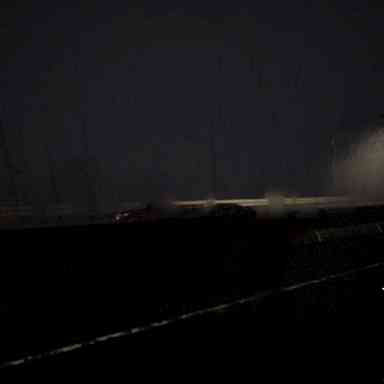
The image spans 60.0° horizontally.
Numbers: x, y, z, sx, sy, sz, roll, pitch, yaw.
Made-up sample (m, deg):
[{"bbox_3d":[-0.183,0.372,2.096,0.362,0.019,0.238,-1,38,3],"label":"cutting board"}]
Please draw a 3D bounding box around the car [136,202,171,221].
[{"bbox_3d":[-0.448,1.452,20.693,5.357,1.411,2.033,-1,0,-35],"label":"car"}]

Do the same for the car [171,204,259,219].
[{"bbox_3d":[1.576,1.414,17.840,4.892,1.490,1.837,0,0,-35],"label":"car"}]

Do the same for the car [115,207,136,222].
[{"bbox_3d":[-2.987,1.434,23.194,4.674,1.442,1.812,0,0,-35],"label":"car"}]
